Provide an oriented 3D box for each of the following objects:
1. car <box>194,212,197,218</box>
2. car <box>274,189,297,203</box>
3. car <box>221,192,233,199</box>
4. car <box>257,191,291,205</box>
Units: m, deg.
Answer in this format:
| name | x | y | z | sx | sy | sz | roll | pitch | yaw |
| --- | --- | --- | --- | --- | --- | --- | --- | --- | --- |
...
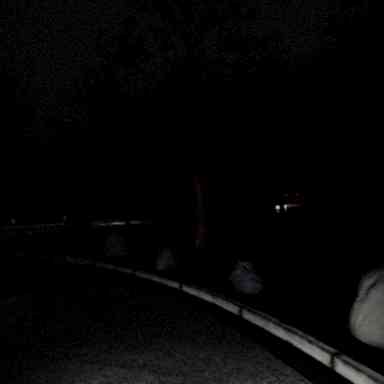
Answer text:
| name | x | y | z | sx | sy | sz | roll | pitch | yaw |
| --- | --- | --- | --- | --- | --- | --- | --- | --- | --- |
| car | -1.310 | 1.682 | 29.126 | 4.718 | 1.301 | 1.895 | -2 | -1 | -32 |
| car | 13.646 | 0.569 | 51.083 | 2.150 | 2.045 | 5.566 | 0 | 1 | -25 |
| car | 5.813 | 0.558 | 63.654 | 1.882 | 1.535 | 5.008 | 0 | 1 | -32 |
| car | 11.310 | 0.971 | 47.506 | 2.033 | 1.411 | 5.357 | -1 | 2 | -19 |
